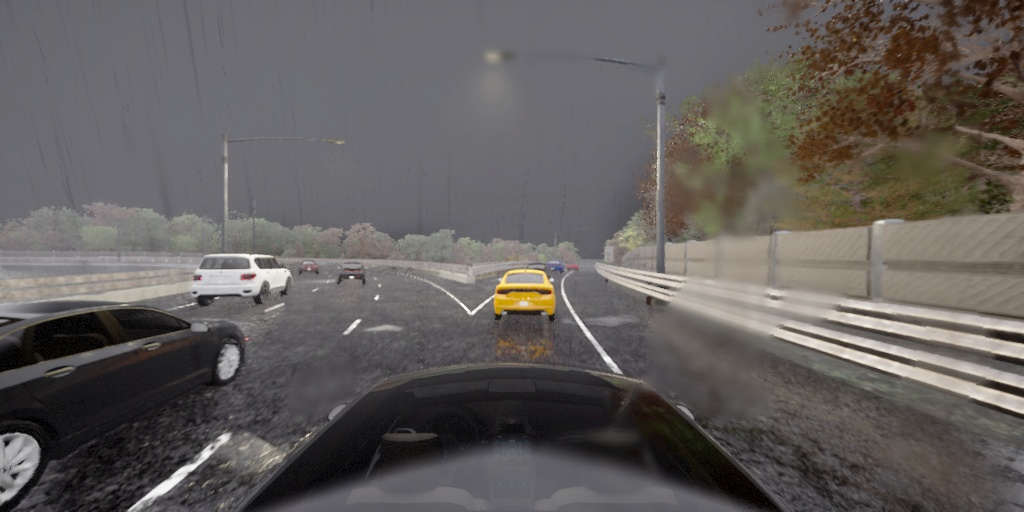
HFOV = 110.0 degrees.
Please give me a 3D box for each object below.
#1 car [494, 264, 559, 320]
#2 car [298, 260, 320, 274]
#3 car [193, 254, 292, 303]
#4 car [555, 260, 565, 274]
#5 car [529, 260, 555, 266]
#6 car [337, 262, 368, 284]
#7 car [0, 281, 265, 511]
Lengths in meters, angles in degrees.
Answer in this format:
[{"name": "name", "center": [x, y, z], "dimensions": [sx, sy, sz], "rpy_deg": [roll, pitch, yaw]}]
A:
[{"name": "car", "center": [0.498, 1.222, 12.787], "dimensions": [1.882, 1.535, 5.008], "rpy_deg": [0, 0, 4]}, {"name": "car", "center": [-22.413, 1.203, 39.492], "dimensions": [1.812, 1.442, 4.674], "rpy_deg": [0, 0, -31]}, {"name": "car", "center": [-11.492, 0.938, 15.688], "dimensions": [2.150, 2.045, 5.566], "rpy_deg": [0, 0, -18]}, {"name": "car", "center": [5.050, 1.220, 41.837], "dimensions": [1.882, 1.535, 5.008], "rpy_deg": [0, 0, 12]}, {"name": "car", "center": [1.879, 1.244, 25.631], "dimensions": [1.837, 1.490, 4.892], "rpy_deg": [0, 0, 8]}, {"name": "car", "center": [-11.927, 1.213, 26.820], "dimensions": [1.837, 1.490, 4.892], "rpy_deg": [0, 0, -23]}, {"name": "car", "center": [-4.996, 1.243, 3.925], "dimensions": [1.837, 1.490, 4.892], "rpy_deg": [0, 0, -10]}]
